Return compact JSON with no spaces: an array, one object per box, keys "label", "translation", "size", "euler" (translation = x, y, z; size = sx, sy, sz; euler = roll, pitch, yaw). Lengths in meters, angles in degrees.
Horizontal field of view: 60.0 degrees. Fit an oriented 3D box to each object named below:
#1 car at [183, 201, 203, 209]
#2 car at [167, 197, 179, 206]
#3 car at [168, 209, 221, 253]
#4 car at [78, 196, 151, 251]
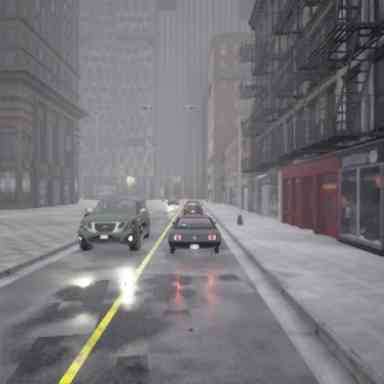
[{"label":"car","translation":[0.089,1.551,31.641],"size":[1.812,1.442,4.674],"euler":[0,0,0]},{"label":"car","translation":[-3.074,1.592,55.965],"size":[2.033,1.411,5.357],"euler":[0,0,1]},{"label":"car","translation":[0.096,1.612,13.759],"size":[1.895,1.301,4.718],"euler":[0,0,0]},{"label":"car","translation":[-3.106,1.233,14.505],"size":[2.150,2.045,5.566],"euler":[0,0,0]}]
